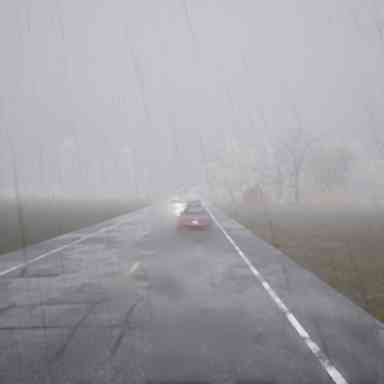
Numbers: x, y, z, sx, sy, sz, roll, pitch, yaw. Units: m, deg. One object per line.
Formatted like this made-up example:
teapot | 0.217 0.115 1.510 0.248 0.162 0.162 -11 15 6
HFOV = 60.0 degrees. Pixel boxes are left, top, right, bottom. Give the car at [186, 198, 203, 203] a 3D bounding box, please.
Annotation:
car | 0.263 1.477 41.400 2.128 1.511 4.902 0 0 0

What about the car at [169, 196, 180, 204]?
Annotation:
car | -3.261 1.452 63.441 1.882 1.535 5.008 0 0 1

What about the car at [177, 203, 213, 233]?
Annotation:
car | 0.175 1.556 19.409 1.994 1.385 4.181 0 0 0
